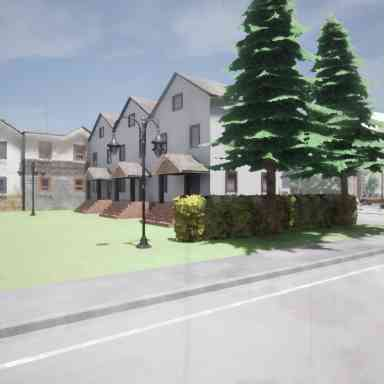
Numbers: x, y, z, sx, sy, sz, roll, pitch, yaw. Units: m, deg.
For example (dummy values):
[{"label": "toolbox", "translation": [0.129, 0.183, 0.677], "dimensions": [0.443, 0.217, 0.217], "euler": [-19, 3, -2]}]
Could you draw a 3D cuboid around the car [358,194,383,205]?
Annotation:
[{"label": "car", "translation": [27.232, 1.097, 49.238], "dimensions": [1.932, 1.855, 4.605], "euler": [0, 0, -36]}]

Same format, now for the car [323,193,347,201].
[{"label": "car", "translation": [32.105, 1.097, 74.691], "dimensions": [1.932, 1.855, 4.605], "euler": [0, 0, -36]}]
